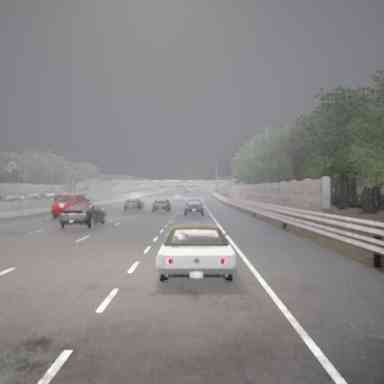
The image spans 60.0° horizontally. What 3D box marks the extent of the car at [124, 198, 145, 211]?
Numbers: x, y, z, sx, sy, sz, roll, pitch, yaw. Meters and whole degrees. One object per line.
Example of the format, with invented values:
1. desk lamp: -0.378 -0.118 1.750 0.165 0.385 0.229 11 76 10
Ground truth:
1. car: -6.750 1.463 39.257 2.128 1.511 4.902 0 0 0

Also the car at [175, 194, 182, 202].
1. car: -3.010 1.240 70.641 1.812 1.442 4.674 0 1 1

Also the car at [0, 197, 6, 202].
1. car: -31.263 1.448 52.373 1.837 1.490 4.892 0 0 1

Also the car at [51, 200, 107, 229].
1. car: -6.855 1.477 21.354 2.128 1.511 4.902 0 0 0

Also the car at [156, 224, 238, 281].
1. car: 0.110 1.595 9.774 1.895 1.301 4.718 0 0 0

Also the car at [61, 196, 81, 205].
1. car: -20.712 1.470 57.122 1.994 1.385 4.181 0 1 1

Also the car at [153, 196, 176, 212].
1. car: -3.360 1.464 38.098 2.128 1.511 4.902 0 0 0

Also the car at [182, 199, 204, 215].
1. car: 0.208 1.501 33.183 1.812 1.442 4.674 0 0 0

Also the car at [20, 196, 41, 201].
1. car: -27.699 1.409 57.271 1.837 1.490 4.892 0 1 1

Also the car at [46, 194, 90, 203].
1. car: -10.329 1.201 29.050 2.150 2.045 5.566 0 0 0
